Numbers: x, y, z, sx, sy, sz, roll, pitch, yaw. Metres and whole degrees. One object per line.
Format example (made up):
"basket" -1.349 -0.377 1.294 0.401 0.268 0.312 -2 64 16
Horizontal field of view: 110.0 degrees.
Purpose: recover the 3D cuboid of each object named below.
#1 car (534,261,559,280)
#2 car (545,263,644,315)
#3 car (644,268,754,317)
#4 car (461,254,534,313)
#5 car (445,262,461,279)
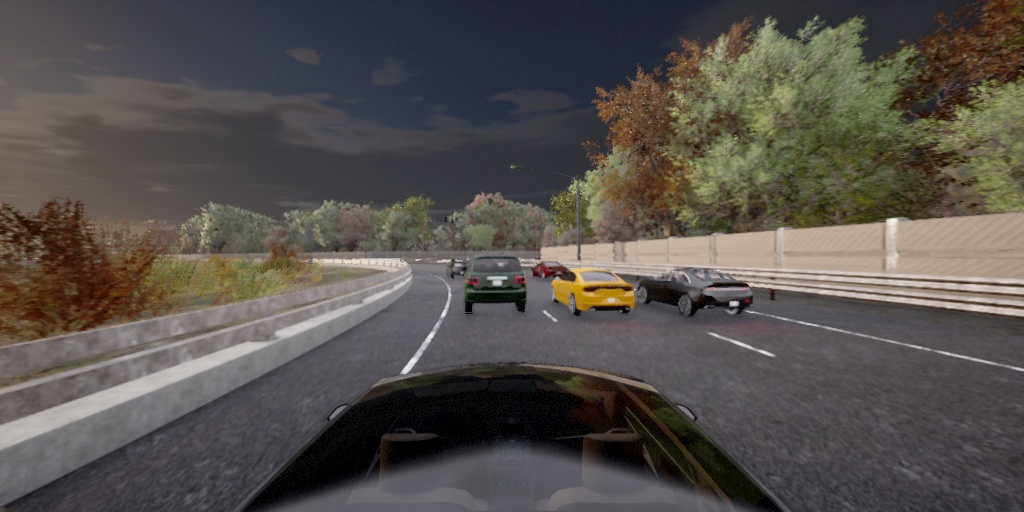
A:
"car" 3.025 1.154 30.535 1.882 1.535 5.008 0 0 -15
"car" 2.774 1.188 13.419 1.882 1.535 5.008 0 0 -6
"car" 6.250 1.183 12.918 2.128 1.511 4.902 0 0 -6
"car" -0.796 0.953 14.155 2.150 2.045 5.566 0 0 -7
"car" -4.878 1.246 32.728 1.812 1.442 4.674 0 0 -17
